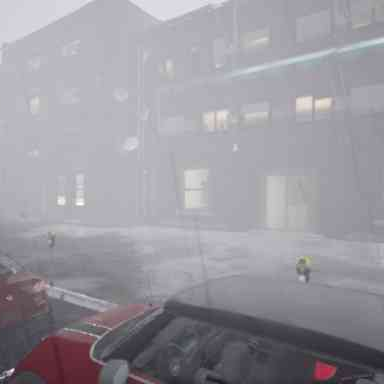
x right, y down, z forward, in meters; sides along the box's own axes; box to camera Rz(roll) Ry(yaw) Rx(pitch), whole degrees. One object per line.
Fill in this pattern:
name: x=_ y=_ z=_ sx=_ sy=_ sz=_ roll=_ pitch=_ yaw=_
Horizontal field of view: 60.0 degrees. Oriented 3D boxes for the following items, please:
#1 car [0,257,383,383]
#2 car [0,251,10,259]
car: x=0.303 y=1.445 z=2.652 sx=4.097 sy=1.590 sz=1.967 roll=0 pitch=0 yaw=35
car: x=-4.214 y=1.609 z=5.873 sx=4.206 sy=1.307 sz=1.802 roll=0 pitch=0 yaw=35
